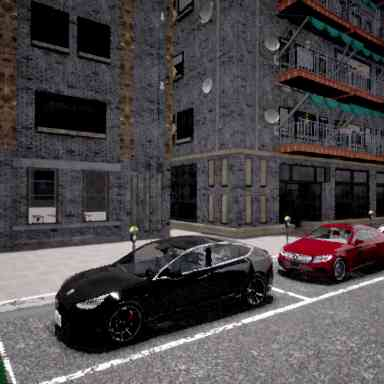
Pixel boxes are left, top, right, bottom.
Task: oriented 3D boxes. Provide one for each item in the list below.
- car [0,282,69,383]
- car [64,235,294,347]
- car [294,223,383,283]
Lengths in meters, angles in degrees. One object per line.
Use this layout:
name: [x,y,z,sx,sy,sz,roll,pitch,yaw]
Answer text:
car: [-3.083,1.352,1.167,4.553,1.767,2.097,0,0,-36]
car: [-0.280,1.566,6.368,4.313,1.339,1.947,0,0,-36]
car: [4.316,1.585,9.675,4.206,1.307,1.802,0,0,-36]
